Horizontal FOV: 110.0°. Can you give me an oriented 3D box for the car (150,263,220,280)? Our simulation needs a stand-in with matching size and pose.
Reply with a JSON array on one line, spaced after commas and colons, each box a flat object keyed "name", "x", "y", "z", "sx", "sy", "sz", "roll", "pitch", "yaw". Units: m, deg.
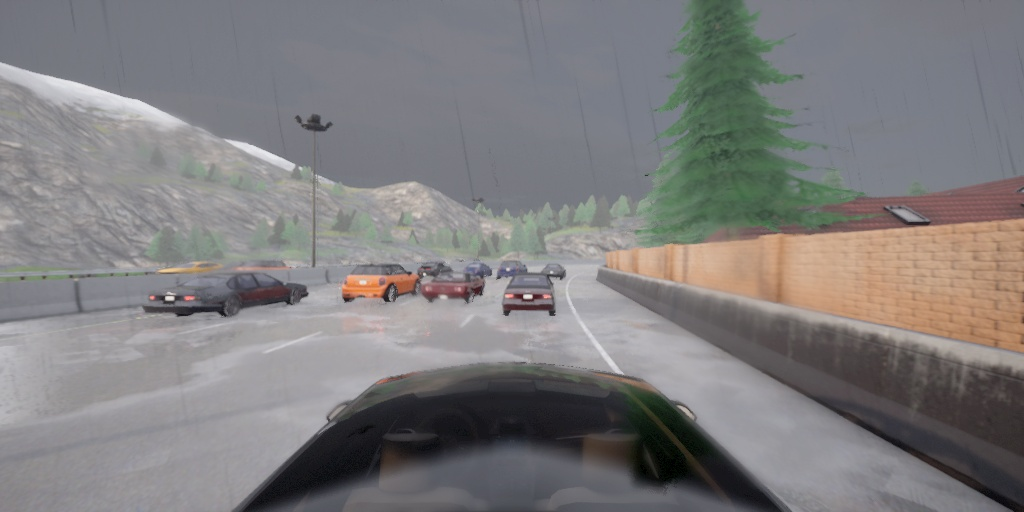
[{"name": "car", "x": -28.725, "y": 1.305, "z": 31.715, "sx": 1.994, "sy": 1.385, "sz": 4.181, "roll": 0, "pitch": 0, "yaw": 11}]

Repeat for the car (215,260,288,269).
[{"name": "car", "x": -18.907, "y": 1.107, "z": 26.799, "sx": 2.097, "sy": 1.767, "sz": 4.553, "roll": 0, "pitch": 0, "yaw": 9}]

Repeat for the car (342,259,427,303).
[{"name": "car", "x": -5.928, "y": 1.119, "z": 16.920, "sx": 2.097, "sy": 1.767, "sz": 4.553, "roll": 0, "pitch": 0, "yaw": 6}]

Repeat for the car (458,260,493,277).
[{"name": "car", "x": -3.184, "y": 1.335, "z": 33.660, "sx": 1.812, "sy": 1.442, "sz": 4.674, "roll": 0, "pitch": 0, "yaw": 12}]

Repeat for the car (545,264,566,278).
[{"name": "car", "x": 3.906, "y": 1.390, "z": 33.176, "sx": 1.994, "sy": 1.385, "sz": 4.181, "roll": 0, "pitch": 0, "yaw": 13}]

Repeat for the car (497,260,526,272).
[{"name": "car", "x": 0.119, "y": 1.166, "z": 32.295, "sx": 2.097, "sy": 1.767, "sz": 4.553, "roll": 0, "pitch": 0, "yaw": 12}]

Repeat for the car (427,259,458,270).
[{"name": "car", "x": -6.928, "y": 1.303, "z": 32.842, "sx": 1.837, "sy": 1.490, "sz": 4.892, "roll": 0, "pitch": 0, "yaw": 12}]

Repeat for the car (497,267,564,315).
[{"name": "car", "x": 0.727, "y": 1.325, "z": 13.724, "sx": 2.033, "sy": 1.411, "sz": 5.357, "roll": 0, "pitch": 0, "yaw": 5}]

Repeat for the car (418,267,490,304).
[{"name": "car", "x": -2.482, "y": 1.376, "z": 16.602, "sx": 1.895, "sy": 1.301, "sz": 4.718, "roll": 0, "pitch": 0, "yaw": 6}]

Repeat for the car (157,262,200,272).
[{"name": "car", "x": -25.628, "y": 1.221, "z": 29.113, "sx": 1.882, "sy": 1.535, "sz": 5.008, "roll": 0, "pitch": 0, "yaw": 10}]

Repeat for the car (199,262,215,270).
[{"name": "car", "x": -22.055, "y": 1.258, "z": 29.283, "sx": 1.837, "sy": 1.490, "sz": 4.892, "roll": 0, "pitch": 0, "yaw": 10}]

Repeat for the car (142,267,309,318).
[{"name": "car", "x": -9.855, "y": 1.297, "z": 13.036, "sx": 2.033, "sy": 1.411, "sz": 5.357, "roll": 0, "pitch": 0, "yaw": 5}]
